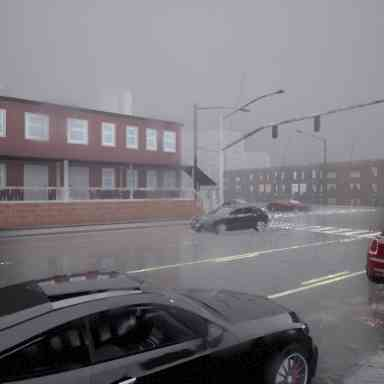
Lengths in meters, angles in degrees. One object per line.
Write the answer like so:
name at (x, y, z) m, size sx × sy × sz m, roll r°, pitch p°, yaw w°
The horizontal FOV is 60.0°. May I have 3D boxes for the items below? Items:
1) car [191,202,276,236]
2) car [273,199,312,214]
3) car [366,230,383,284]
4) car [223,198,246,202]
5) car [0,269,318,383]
car at (2.180, 1.505, 18.427) m, size 4.892 × 1.490 × 1.837 m, roll 0°, pitch 0°, yaw -36°
car at (10.422, 1.478, 35.753) m, size 1.882 × 1.535 × 5.008 m, roll 0°, pitch 0°, yaw -37°
car at (6.428, 1.352, 8.392) m, size 4.553 × 1.767 × 2.097 m, roll 0°, pitch 0°, yaw -35°
car at (5.019, 1.504, 37.057) m, size 1.837 × 1.490 × 4.892 m, roll 0°, pitch 0°, yaw -35°
car at (-0.770, 1.526, 3.205) m, size 4.674 × 1.442 × 1.812 m, roll 0°, pitch 0°, yaw -35°
